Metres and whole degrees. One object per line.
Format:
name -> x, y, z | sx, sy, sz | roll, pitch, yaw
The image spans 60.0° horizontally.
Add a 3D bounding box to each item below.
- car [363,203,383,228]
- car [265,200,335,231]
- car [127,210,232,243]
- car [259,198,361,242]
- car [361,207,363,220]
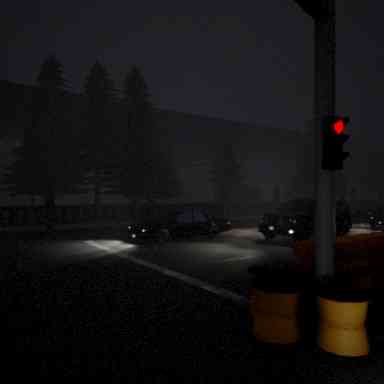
car -> 13.871, 1.690, 22.501 | 4.674, 1.442, 1.812 | 0, 0, -35
car -> 7.209, 1.478, 22.043 | 4.553, 1.767, 2.097 | 0, 0, -36
car -> -0.467, 1.609, 16.565 | 5.357, 1.411, 2.033 | 0, 0, -36
car -> 5.872, 1.320, 16.806 | 5.566, 2.045, 2.150 | 1, 0, -36
car -> 15.451, 1.671, 27.916 | 5.008, 1.535, 1.882 | 0, 0, -36
